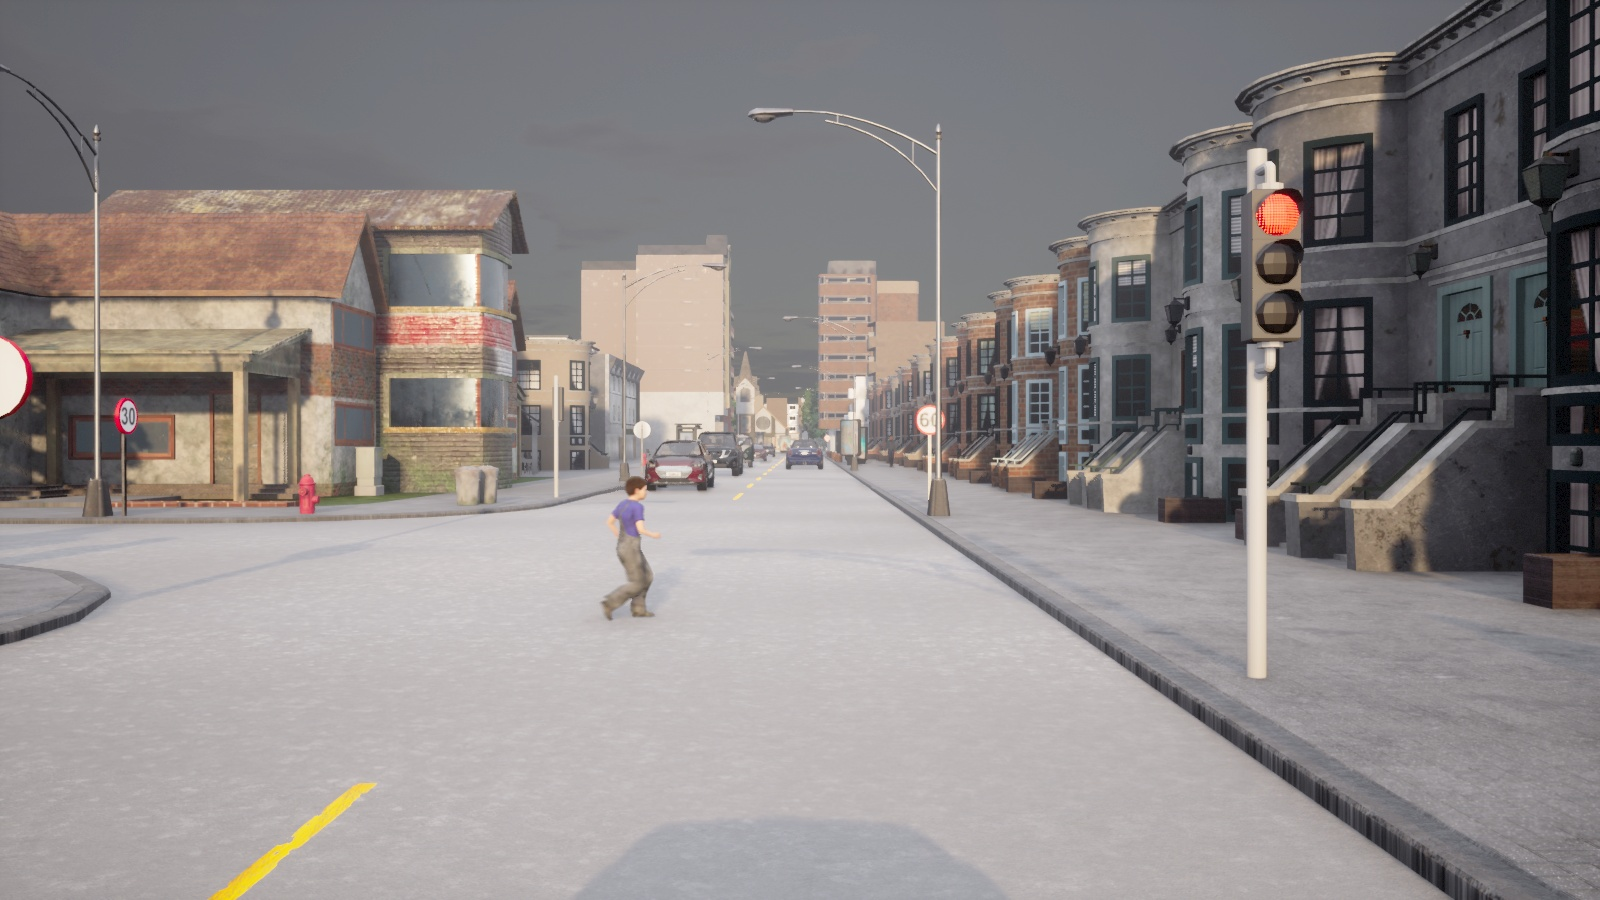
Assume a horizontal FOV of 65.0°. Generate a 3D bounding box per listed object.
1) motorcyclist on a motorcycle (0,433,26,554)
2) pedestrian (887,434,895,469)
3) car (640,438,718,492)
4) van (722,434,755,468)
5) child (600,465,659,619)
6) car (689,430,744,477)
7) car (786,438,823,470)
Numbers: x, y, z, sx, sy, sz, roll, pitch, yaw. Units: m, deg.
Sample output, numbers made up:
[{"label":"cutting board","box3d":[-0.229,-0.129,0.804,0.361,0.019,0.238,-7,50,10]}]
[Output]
[{"label":"motorcyclist on a motorcycle","box3d":[-12.065,0.589,17.293,2.350,1.649,0.766,0,0,0]},{"label":"pedestrian","box3d":[5.139,0.061,70.810,0.423,1.949,0.788,0,0,0]},{"label":"car","box3d":[-3.853,0.443,40.826,2.033,1.649,4.856,0,0,0]},{"label":"van","box3d":[-3.727,0.066,76.180,1.775,1.987,4.442,0,0,0]},{"label":"child","box3d":[-1.431,0.760,10.547,0.437,1.263,0.270,0,0,-24]},{"label":"car","box3d":[-3.793,0.135,57.977,2.150,2.045,5.566,0,0,0]},{"label":"car","box3d":[0.260,0.196,72.544,2.097,1.767,4.553,0,0,0]}]
